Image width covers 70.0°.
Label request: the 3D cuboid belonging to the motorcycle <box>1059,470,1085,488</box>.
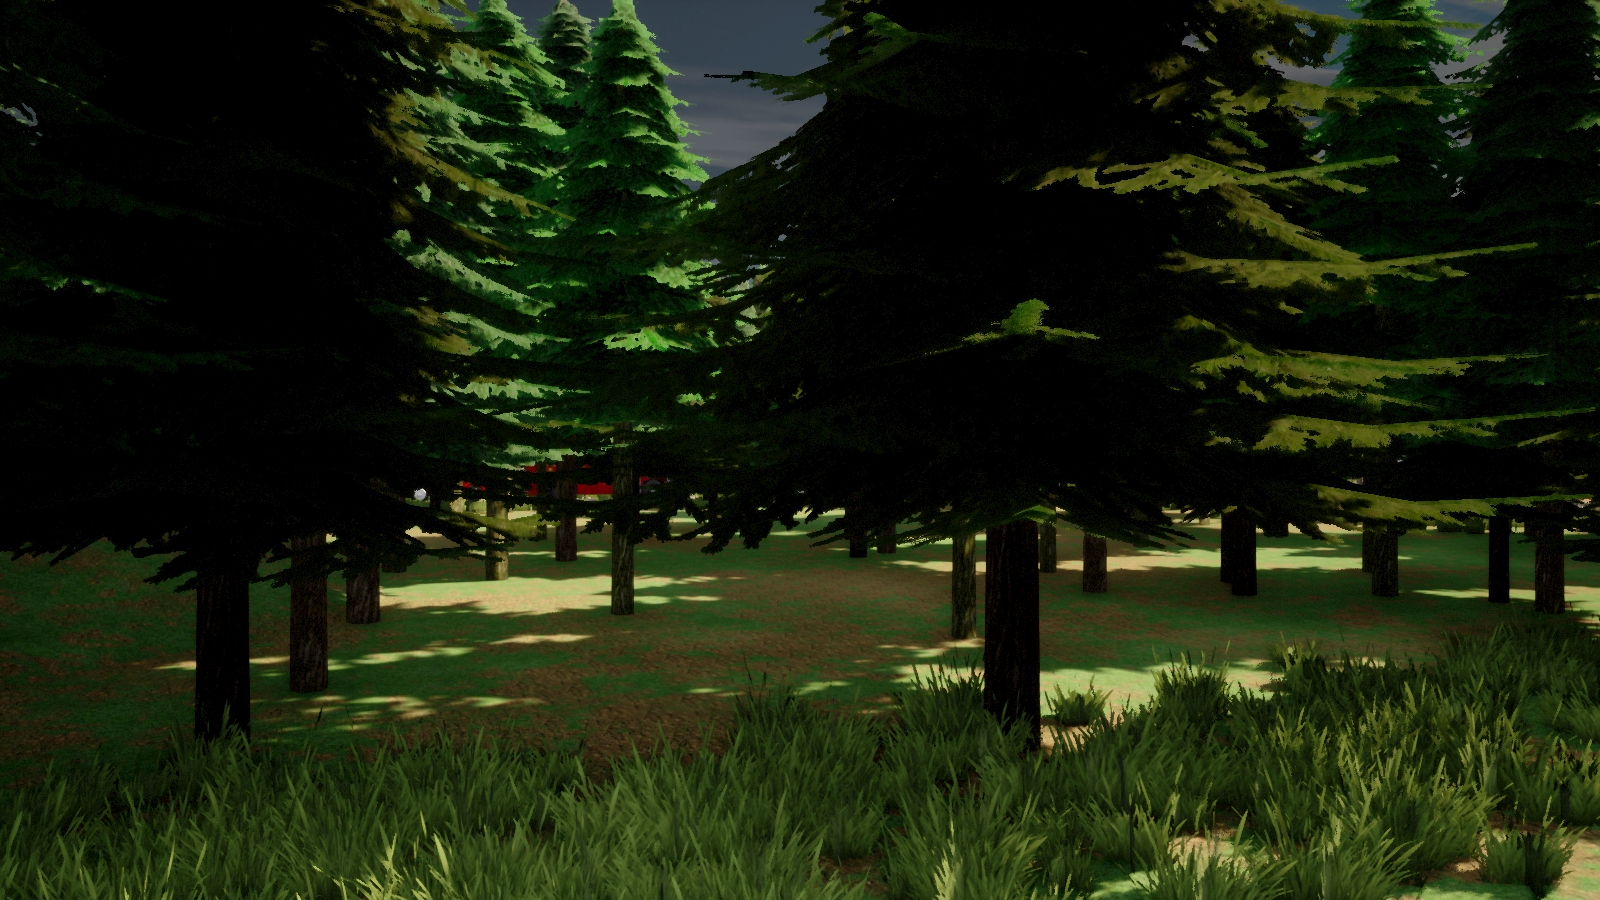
[{"bbox_3d":[20.759,2.208,87.158,0.867,1.251,2.209,0,0,-21],"label":"motorcycle"}]
